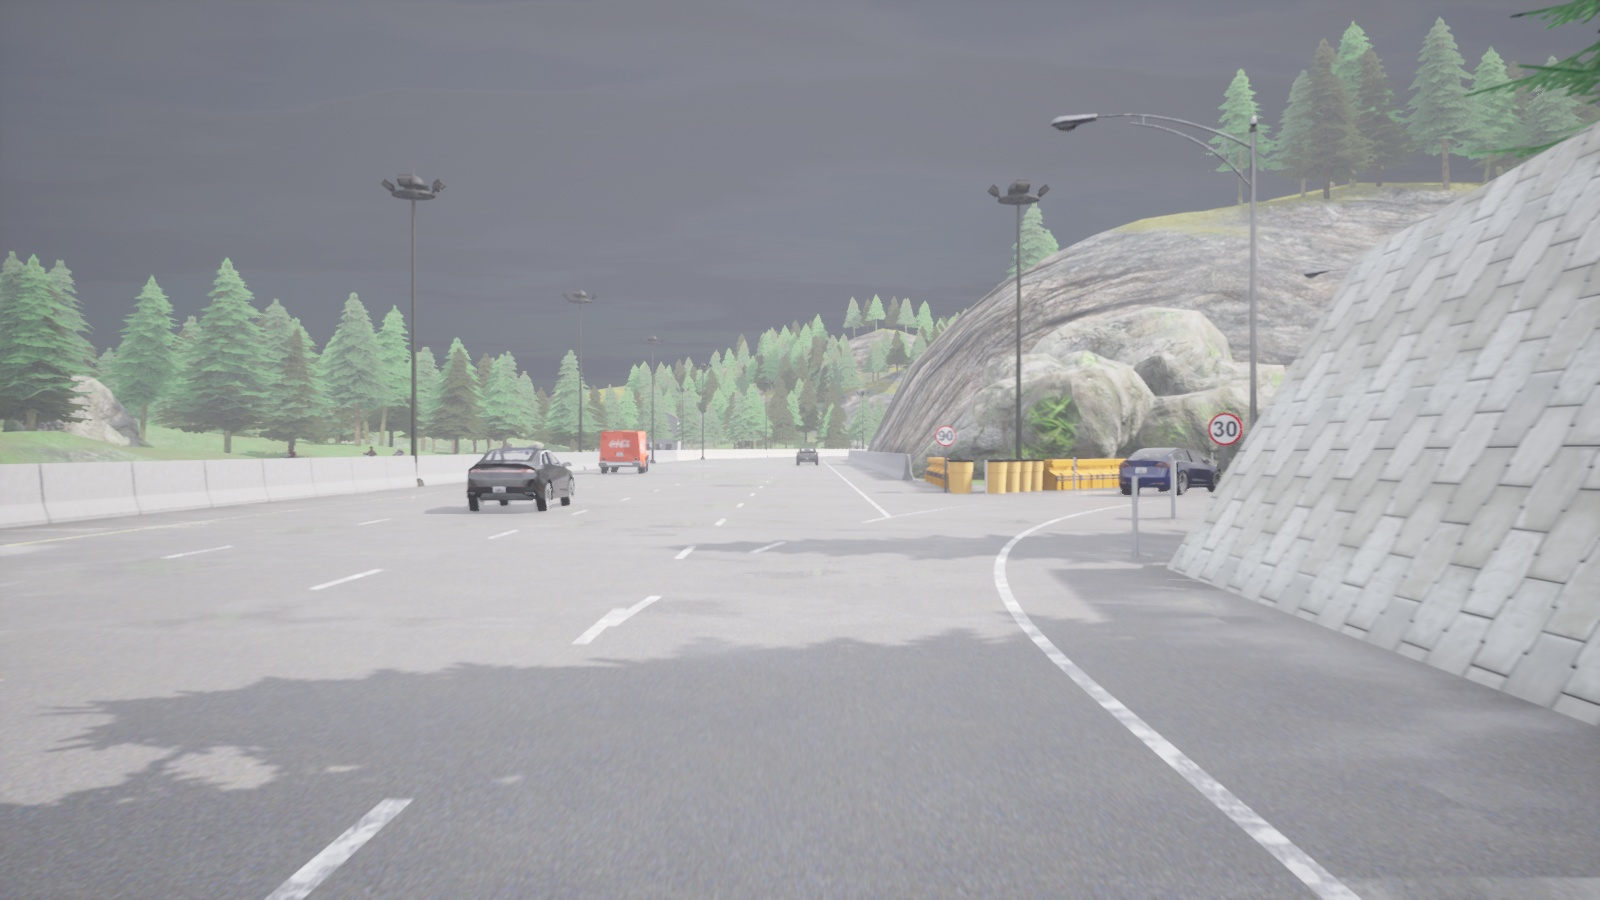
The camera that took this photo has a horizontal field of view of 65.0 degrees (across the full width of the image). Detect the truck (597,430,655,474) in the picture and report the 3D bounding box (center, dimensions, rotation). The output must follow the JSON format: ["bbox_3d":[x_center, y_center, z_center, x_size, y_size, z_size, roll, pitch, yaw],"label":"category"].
[{"bbox_3d":[-10.064,0.112,72.958,2.627,2.467,5.204,0,0,0],"label":"truck"}]

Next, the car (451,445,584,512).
[{"bbox_3d":[-6.807,0.637,30.835,2.128,1.511,4.902,0,0,0],"label":"car"}]

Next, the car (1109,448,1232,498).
[{"bbox_3d":[11.934,0.678,40.251,2.163,1.488,4.792,0,0,38],"label":"car"}]
